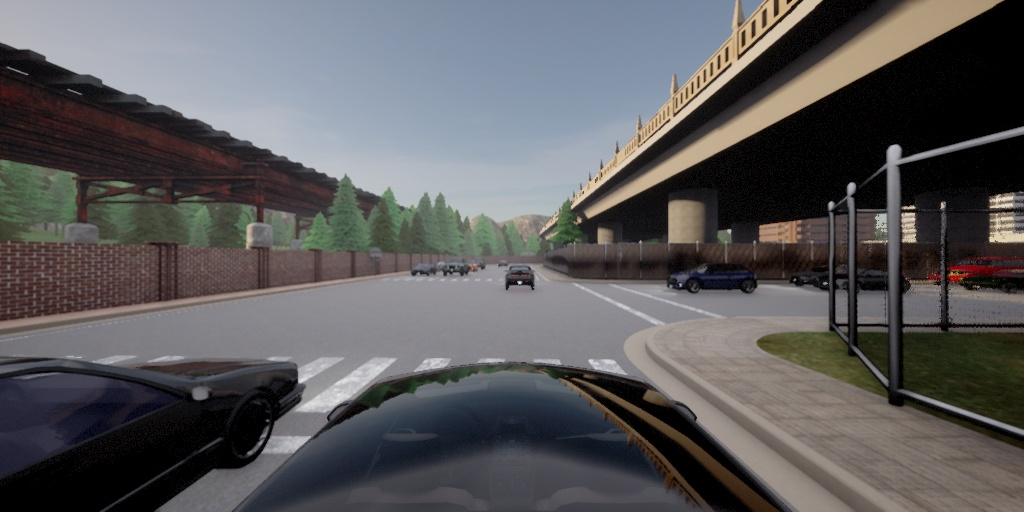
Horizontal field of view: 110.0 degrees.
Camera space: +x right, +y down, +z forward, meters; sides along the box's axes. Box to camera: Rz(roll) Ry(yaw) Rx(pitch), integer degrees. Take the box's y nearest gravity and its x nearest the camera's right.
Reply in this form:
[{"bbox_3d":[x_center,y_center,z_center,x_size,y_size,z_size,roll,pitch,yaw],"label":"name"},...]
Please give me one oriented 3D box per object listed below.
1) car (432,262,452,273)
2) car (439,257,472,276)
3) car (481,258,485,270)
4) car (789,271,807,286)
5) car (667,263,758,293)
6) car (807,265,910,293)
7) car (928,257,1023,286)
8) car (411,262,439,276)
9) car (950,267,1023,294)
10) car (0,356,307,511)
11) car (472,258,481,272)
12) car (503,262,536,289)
[{"bbox_3d":[-9.559,1.520,49.409,1.812,1.442,4.674,0,0,1],"label":"car"},{"bbox_3d":[-6.249,1.169,40.352,2.150,2.045,5.566,0,0,1],"label":"car"},{"bbox_3d":[-5.769,1.273,60.649,2.150,2.045,5.566,0,0,2],"label":"car"},{"bbox_3d":[21.563,1.372,24.256,4.892,1.490,1.837,0,0,1],"label":"car"},{"bbox_3d":[11.504,1.201,20.863,4.553,1.767,2.097,0,0,1],"label":"car"},{"bbox_3d":[20.143,1.413,20.768,4.181,1.385,1.994,0,0,1],"label":"car"},{"bbox_3d":[31.703,1.090,24.151,5.566,2.045,2.150,0,0,0],"label":"car"},{"bbox_3d":[-9.749,1.494,40.242,2.033,1.411,5.357,0,0,1],"label":"car"},{"bbox_3d":[28.985,1.450,20.678,4.718,1.301,1.895,0,0,1],"label":"car"},{"bbox_3d":[-3.397,1.298,1.827,2.033,1.411,5.357,0,0,0],"label":"car"},{"bbox_3d":[-6.049,1.349,49.997,2.097,1.767,4.553,0,0,2],"label":"car"},{"bbox_3d":[0.547,1.371,24.305,1.837,1.490,4.892,0,0,2],"label":"car"}]
